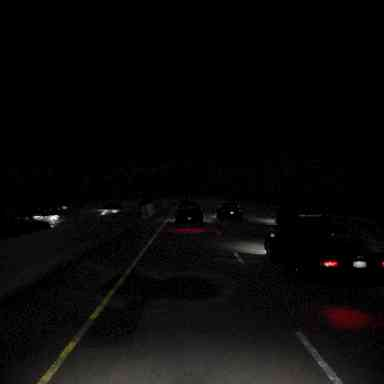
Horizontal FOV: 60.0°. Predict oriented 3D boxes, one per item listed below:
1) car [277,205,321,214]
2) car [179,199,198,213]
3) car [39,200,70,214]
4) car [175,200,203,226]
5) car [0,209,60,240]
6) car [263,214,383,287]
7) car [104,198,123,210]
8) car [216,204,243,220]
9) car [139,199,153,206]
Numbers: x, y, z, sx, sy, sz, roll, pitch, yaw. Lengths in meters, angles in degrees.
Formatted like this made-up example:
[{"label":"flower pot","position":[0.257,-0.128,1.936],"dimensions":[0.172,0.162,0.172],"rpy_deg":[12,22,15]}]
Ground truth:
[{"label":"car","position":[6.833,1.581,21.498],"dimensions":[2.128,1.511,4.902],"rpy_deg":[0,0,-1]},{"label":"car","position":[-0.454,1.672,41.442],"dimensions":[2.128,1.511,4.902],"rpy_deg":[0,0,-1]},{"label":"car","position":[-14.560,1.667,35.351],"dimensions":[1.837,1.490,4.892],"rpy_deg":[0,0,-1]},{"label":"car","position":[-0.204,1.583,24.148],"dimensions":[1.882,1.535,5.008],"rpy_deg":[0,0,-1]},{"label":"car","position":[-7.243,1.608,12.804],"dimensions":[2.033,1.411,5.357],"rpy_deg":[0,0,-1]},{"label":"car","position":[3.502,1.587,9.518],"dimensions":[2.033,1.411,5.357],"rpy_deg":[0,0,-1]},{"label":"car","position":[-11.217,1.694,47.967],"dimensions":[1.882,1.535,5.008],"rpy_deg":[0,-1,0]},{"label":"car","position":[3.225,1.689,29.112],"dimensions":[1.994,1.385,4.181],"rpy_deg":[0,0,-1]},{"label":"car","position":[-7.815,1.852,56.524],"dimensions":[1.895,1.301,4.718],"rpy_deg":[0,0,0]}]
